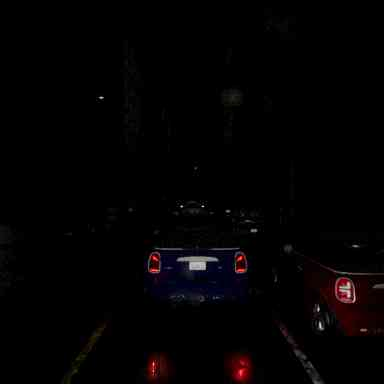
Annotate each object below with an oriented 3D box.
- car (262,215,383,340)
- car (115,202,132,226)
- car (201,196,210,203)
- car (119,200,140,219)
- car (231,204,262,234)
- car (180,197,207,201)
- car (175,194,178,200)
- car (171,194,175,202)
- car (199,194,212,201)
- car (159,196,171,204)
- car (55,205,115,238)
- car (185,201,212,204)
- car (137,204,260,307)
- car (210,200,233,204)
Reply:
[{"bbox_3d":[2.856,1.440,6.548,1.967,1.590,4.097,0,0,0],"label":"car"},{"bbox_3d":[-5.664,1.584,23.055,1.802,1.307,4.206,0,0,0],"label":"car"},{"bbox_3d":[2.920,1.579,71.223,1.752,1.417,4.829,0,0,0],"label":"car"},{"bbox_3d":[-5.663,1.443,28.556,1.967,1.590,4.097,0,0,0],"label":"car"},{"bbox_3d":[2.859,1.552,17.551,2.008,1.369,4.403,0,0,0],"label":"car"},{"bbox_3d":[0.008,1.459,27.419,1.801,1.575,5.366,0,0,0],"label":"car"},{"bbox_3d":[-5.559,1.637,92.532,1.752,1.417,4.829,0,0,0],"label":"car"},{"bbox_3d":[-5.593,1.615,76.476,2.008,1.369,4.403,0,0,0],"label":"car"},{"bbox_3d":[2.908,1.483,65.644,1.967,1.590,4.097,0,0,0],"label":"car"},{"bbox_3d":[-5.616,1.625,65.659,1.802,1.307,4.206,0,0,0],"label":"car"},{"bbox_3d":[-5.666,1.567,17.553,1.947,1.339,4.313,0,0,0],"label":"car"},{"bbox_3d":[0.101,1.479,17.398,1.882,1.535,5.008,0,0,0],"label":"car"},{"bbox_3d":[0.102,1.352,8.117,2.097,1.767,4.553,0,0,0],"label":"car"},{"bbox_3d":[2.863,1.569,28.553,1.947,1.339,4.313,0,0,0],"label":"car"}]
